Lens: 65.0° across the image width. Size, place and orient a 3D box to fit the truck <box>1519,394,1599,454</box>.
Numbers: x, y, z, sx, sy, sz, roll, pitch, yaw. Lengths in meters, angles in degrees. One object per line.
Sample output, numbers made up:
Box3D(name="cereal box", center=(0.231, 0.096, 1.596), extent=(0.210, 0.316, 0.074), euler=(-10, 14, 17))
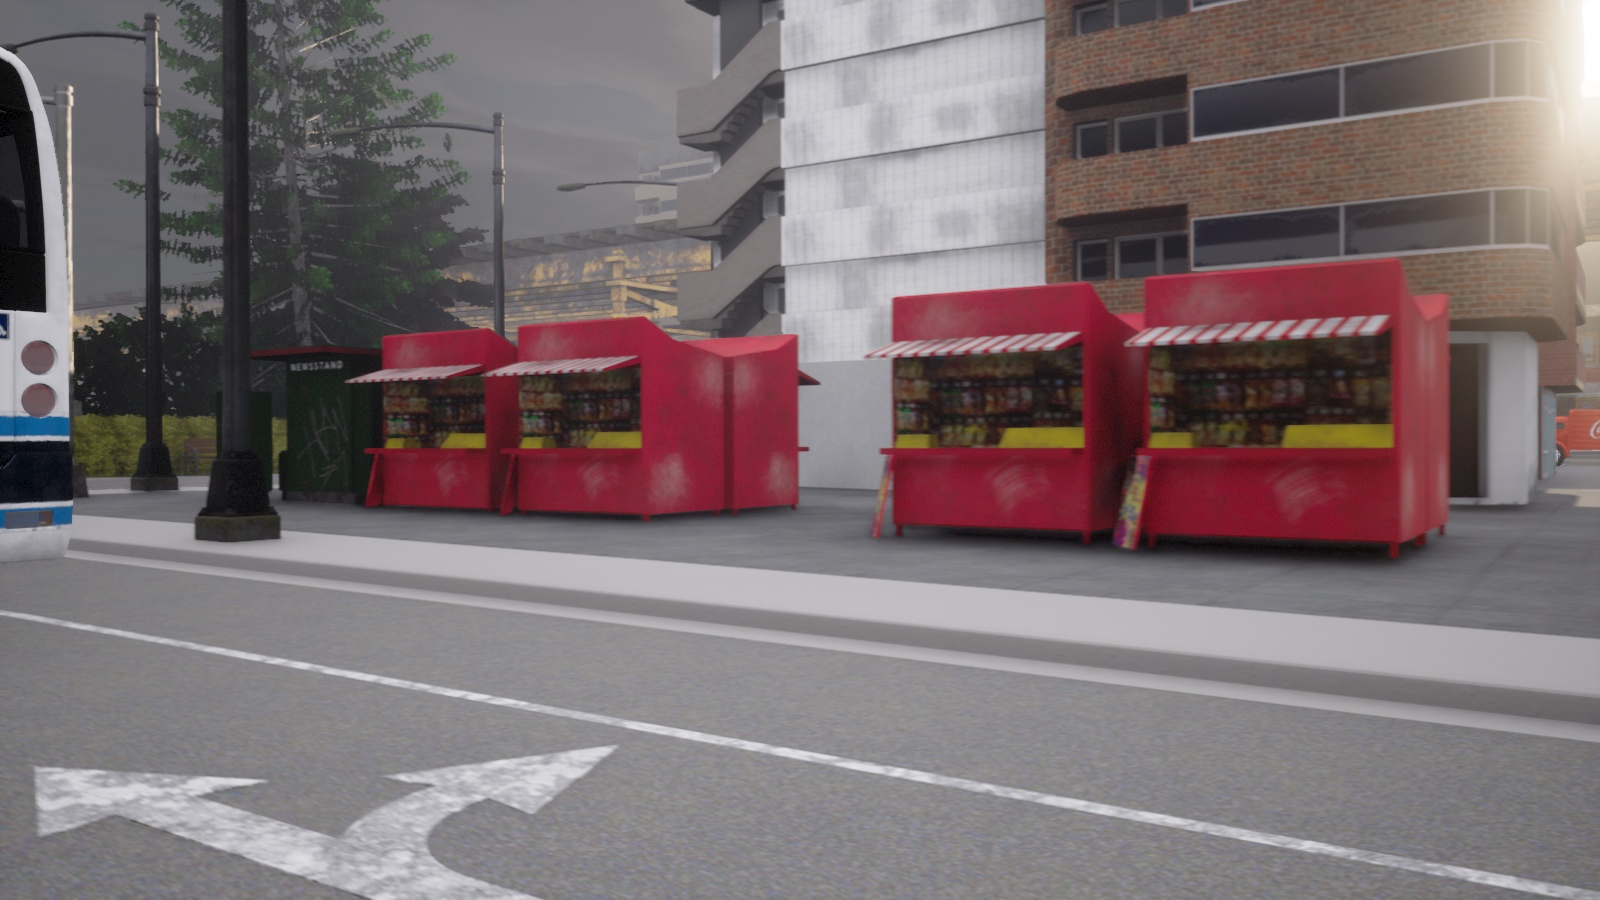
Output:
Box3D(name="truck", center=(33.893, -1.119, 53.761), extent=(5.204, 2.467, 2.627), euler=(-1, 0, 34))

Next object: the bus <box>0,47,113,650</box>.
Box3D(name="bus", center=(-10.596, -0.676, 10.682), extent=(10.273, 4.253, 3.944), euler=(0, 1, 34))
